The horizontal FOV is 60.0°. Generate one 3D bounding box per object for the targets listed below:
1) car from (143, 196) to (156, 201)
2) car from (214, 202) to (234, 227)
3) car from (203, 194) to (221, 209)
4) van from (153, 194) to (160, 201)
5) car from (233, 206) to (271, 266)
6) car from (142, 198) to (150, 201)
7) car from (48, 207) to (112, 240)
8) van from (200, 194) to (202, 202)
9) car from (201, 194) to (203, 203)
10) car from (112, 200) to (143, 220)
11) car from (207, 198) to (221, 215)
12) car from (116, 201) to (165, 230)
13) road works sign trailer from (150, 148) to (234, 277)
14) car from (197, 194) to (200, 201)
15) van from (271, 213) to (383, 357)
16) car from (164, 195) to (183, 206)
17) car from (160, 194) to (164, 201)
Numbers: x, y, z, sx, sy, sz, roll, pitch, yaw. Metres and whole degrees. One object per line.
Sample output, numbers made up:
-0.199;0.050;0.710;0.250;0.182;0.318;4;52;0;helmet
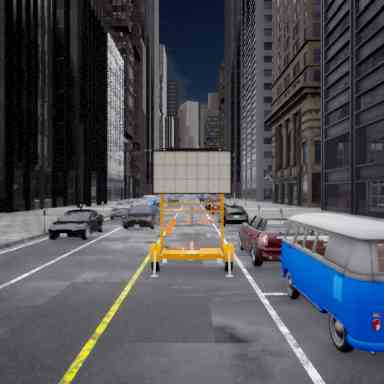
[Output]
-5.751;1.539;39.345;1.752;1.417;4.829;0;0;0;car
2.769;1.570;22.697;1.947;1.339;4.313;0;0;0;car
2.774;1.328;39.525;2.192;1.841;5.009;0;0;0;car
-5.750;1.358;45.124;1.690;1.788;3.998;0;0;0;van
2.767;1.441;11.480;1.967;1.590;4.097;0;0;0;car
-5.753;1.592;33.905;1.802;1.307;4.206;0;0;0;car
-5.757;1.568;17.077;1.947;1.339;4.313;0;0;0;car
2.780;1.372;61.962;1.690;1.788;3.998;0;0;0;van
2.775;1.332;45.134;2.192;1.841;5.009;0;0;0;car
-5.754;1.557;28.296;2.008;1.369;4.403;0;0;0;car
2.772;1.592;33.916;1.802;1.307;4.206;0;0;0;car
-3.093;1.551;21.330;2.033;1.411;5.357;0;0;0;car
0.003;0.465;10.205;2.380;3.560;2.880;0;0;0;road works sign trailer
2.783;1.355;73.180;2.192;1.841;5.009;0;0;0;car
2.765;1.341;5.870;1.690;1.788;3.998;0;0;0;van
-2.985;1.571;53.910;2.033;1.411;5.357;0;0;0;car
-5.748;1.462;50.734;1.967;1.590;4.097;0;0;0;car
